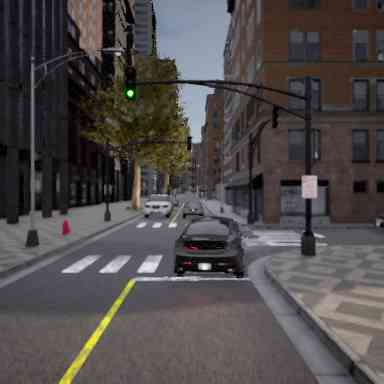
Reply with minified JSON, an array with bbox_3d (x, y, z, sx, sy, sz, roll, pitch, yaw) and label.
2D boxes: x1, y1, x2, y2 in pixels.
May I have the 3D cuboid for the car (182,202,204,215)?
[{"bbox_3d":[0.103,1.579,30.506,2.033,1.411,5.357,0,0,0],"label":"car"}]

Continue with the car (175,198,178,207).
[{"bbox_3d":[-3.088,1.644,40.861,1.895,1.301,4.718,0,0,0],"label":"car"}]

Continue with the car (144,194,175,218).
[{"bbox_3d":[-3.082,1.254,30.987,2.150,2.045,5.566,0,0,0],"label":"car"}]

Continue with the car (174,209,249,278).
[{"bbox_3d":[0.716,1.516,10.310,1.837,1.490,4.892,-1,0,10],"label":"car"}]

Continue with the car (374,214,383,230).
[{"bbox_3d":[12.615,1.490,18.189,4.902,1.511,2.128,0,0,0],"label":"car"}]
